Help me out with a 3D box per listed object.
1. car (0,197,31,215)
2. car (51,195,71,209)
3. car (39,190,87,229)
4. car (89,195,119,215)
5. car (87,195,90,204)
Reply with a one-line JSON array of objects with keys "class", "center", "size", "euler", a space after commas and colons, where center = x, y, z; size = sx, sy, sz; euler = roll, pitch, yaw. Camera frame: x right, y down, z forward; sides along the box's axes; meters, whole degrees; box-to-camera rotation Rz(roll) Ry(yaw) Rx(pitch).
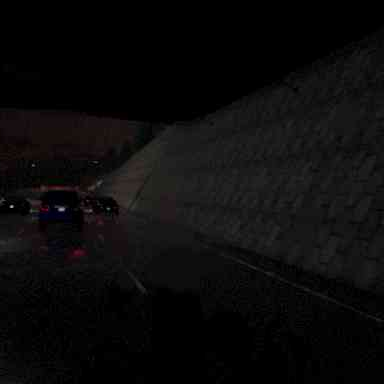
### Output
[{"class": "car", "center": [-14.521, 1.071, 27.384], "size": [1.994, 1.385, 4.181], "euler": [1, 1, -22]}, {"class": "car", "center": [-14.357, 1.016, 36.513], "size": [1.895, 1.301, 4.718], "euler": [1, 1, -22]}, {"class": "car", "center": [-7.536, 0.918, 19.217], "size": [2.150, 2.045, 5.566], "euler": [1, 1, -22]}, {"class": "car", "center": [-7.482, 1.123, 28.616], "size": [1.812, 1.442, 4.674], "euler": [1, 1, -21]}, {"class": "car", "center": [-12.168, 1.008, 40.506], "size": [1.895, 1.301, 4.718], "euler": [1, 1, -21]}]
